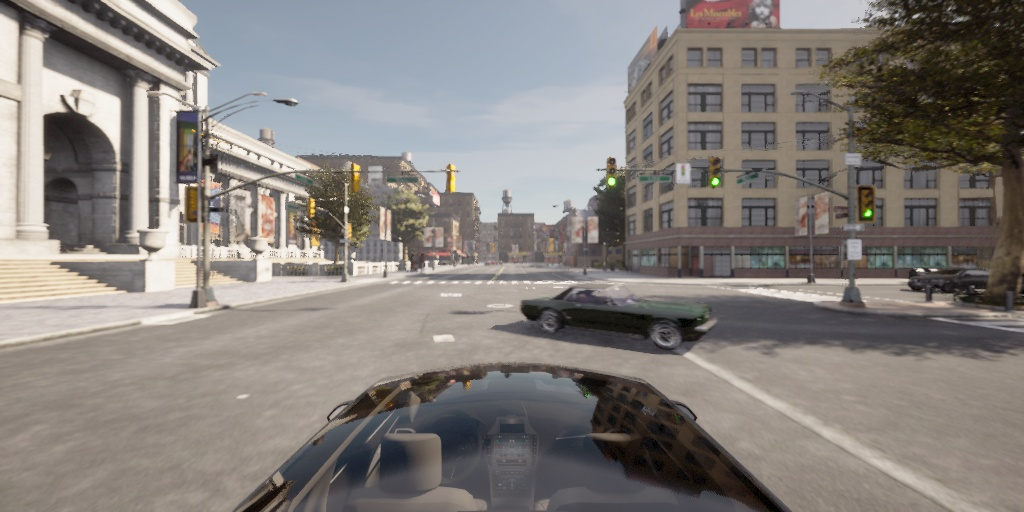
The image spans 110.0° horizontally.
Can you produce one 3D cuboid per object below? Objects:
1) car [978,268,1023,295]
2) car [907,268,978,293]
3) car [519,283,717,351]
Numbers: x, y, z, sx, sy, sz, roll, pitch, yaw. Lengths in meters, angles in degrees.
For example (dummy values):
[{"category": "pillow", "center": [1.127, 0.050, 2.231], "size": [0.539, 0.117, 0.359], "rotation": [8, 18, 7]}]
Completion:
[{"category": "car", "center": [26.894, 1.363, 17.796], "size": [4.892, 1.490, 1.837], "rotation": [0, 0, 0]}, {"category": "car", "center": [26.445, 1.407, 21.297], "size": [4.674, 1.442, 1.812], "rotation": [0, 0, 0]}, {"category": "car", "center": [2.601, 1.402, 9.344], "size": [4.718, 1.301, 1.895], "rotation": [0, 0, 37]}]
